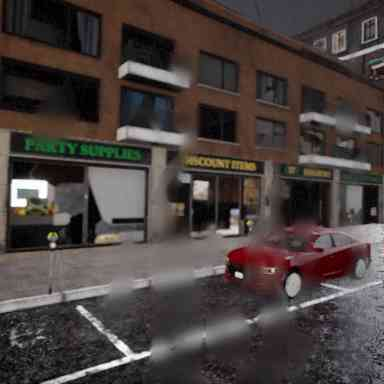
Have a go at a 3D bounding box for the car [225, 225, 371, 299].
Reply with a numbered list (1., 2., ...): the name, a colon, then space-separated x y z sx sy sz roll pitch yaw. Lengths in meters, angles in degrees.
1. car: 2.870 1.594 8.599 4.507 1.381 1.887 0 1 -36
